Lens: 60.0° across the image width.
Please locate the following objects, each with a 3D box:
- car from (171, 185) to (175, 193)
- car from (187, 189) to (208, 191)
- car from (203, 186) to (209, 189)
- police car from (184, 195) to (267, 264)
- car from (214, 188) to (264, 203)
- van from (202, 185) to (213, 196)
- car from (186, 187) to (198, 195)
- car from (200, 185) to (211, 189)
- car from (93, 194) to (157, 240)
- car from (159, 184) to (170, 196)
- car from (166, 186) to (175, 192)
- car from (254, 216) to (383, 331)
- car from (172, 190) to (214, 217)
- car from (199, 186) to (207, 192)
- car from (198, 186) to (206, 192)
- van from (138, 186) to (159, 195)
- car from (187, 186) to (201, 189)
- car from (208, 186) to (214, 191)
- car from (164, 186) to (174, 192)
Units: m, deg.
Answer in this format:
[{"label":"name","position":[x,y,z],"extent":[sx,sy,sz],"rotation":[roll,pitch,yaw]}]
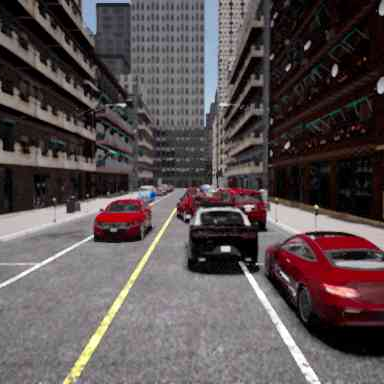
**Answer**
[{"label":"car","position":[-5.347,-0.786,72.886],"extent":[2.192,1.841,5.009],"rotation":[-1,2,0]},{"label":"car","position":[0.270,0.742,26.462],"extent":[1.837,1.490,4.892],"rotation":[0,2,15]},{"label":"car","position":[2.545,0.379,39.803],"extent":[1.752,1.417,4.829],"rotation":[-1,2,0]},{"label":"police car","position":[0.822,1.115,10.700],"extent":[1.930,1.638,5.238],"rotation":[0,2,0]},{"label":"car","position":[2.549,0.811,17.440],"extent":[2.192,1.841,5.009],"rotation":[-1,2,0]},{"label":"van","position":[2.538,-0.279,56.268],"extent":[1.690,1.788,3.998],"rotation":[-1,2,0]},{"label":"car","position":[-0.017,-0.172,60.260],"extent":[1.994,1.385,4.181],"rotation":[0,2,0]},{"label":"car","position":[2.542,0.139,45.177],"extent":[1.967,1.590,4.097],"rotation":[-1,2,0]},{"label":"car","position":[-2.855,1.055,14.607],"extent":[1.882,1.535,5.008],"rotation":[0,2,0]},{"label":"car","position":[-5.341,-0.180,56.249],"extent":[1.967,1.590,4.097],"rotation":[-1,2,0]},{"label":"car","position":[-5.347,-0.878,83.986],"extent":[1.887,1.381,4.507],"rotation":[-1,2,0]},{"label":"car","position":[2.555,1.396,6.354],"extent":[1.802,1.307,4.206],"rotation":[-1,2,0]},{"label":"car","position":[0.219,0.889,20.386],"extent":[1.882,1.535,5.008],"rotation":[0,2,-11]},{"label":"car","position":[2.535,-0.718,78.461],"extent":[1.887,1.381,4.507],"rotation":[-1,2,0]},{"label":"car","position":[2.533,-0.903,84.177],"extent":[1.752,1.417,4.829],"rotation":[-1,2,0]},{"label":"van","position":[-5.337,0.201,39.606],"extent":[1.690,1.788,3.998],"rotation":[-1,2,0]},{"label":"car","position":[-0.004,0.130,46.796],"extent":[1.882,1.535,5.008],"rotation":[0,2,0]},{"label":"car","position":[2.547,0.652,22.987],"extent":[2.192,1.841,5.009],"rotation":[-1,2,0]},{"label":"car","position":[-5.346,-0.696,78.440],"extent":[1.947,1.339,4.313],"rotation":[-1,2,0]}]
